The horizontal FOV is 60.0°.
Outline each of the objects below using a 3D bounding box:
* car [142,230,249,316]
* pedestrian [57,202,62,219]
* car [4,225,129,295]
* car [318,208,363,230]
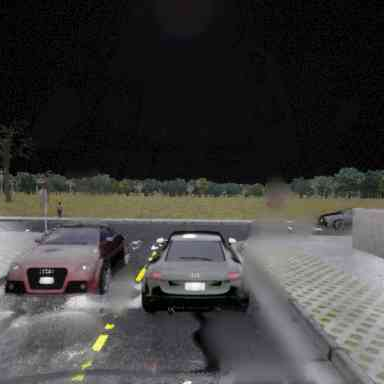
[{"bbox_3d":[0.095,1.563,7.631,1.994,1.385,4.181,0,0,1],"label":"car"},{"bbox_3d":[-9.721,0.998,24.433,0.375,1.860,0.375,0,-1,0],"label":"pedestrian"},{"bbox_3d":[-2.894,1.562,8.583,1.994,1.385,4.181,0,0,0],"label":"car"},{"bbox_3d":[10.452,1.720,21.681,4.181,1.385,1.994,1,0,0],"label":"car"}]
